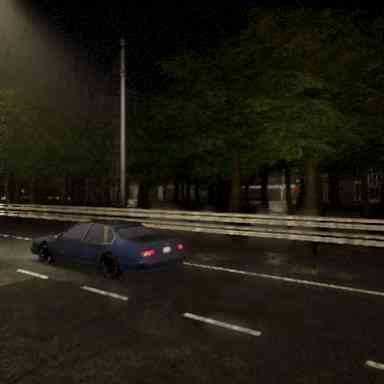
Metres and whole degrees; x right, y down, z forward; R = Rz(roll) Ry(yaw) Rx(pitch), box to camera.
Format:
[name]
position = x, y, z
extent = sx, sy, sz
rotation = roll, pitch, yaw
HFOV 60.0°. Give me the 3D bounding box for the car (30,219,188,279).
[car]
position = -2.698, 1.549, 10.097
extent = 5.357, 1.411, 2.033
rotation = 0, 0, 36
